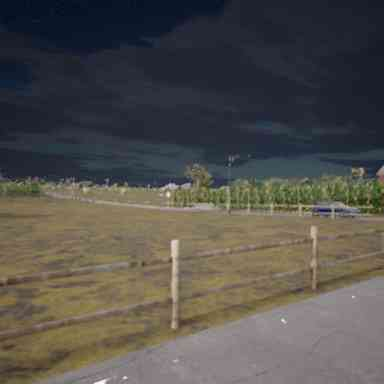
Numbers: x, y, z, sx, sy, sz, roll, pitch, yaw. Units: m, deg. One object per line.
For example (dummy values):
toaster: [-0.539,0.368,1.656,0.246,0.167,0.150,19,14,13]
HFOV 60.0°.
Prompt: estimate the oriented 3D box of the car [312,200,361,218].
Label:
car: [14.629,1.715,33.733,2.097,1.767,4.553,3,-3,-35]

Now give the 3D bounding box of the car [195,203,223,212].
car: [2.597,2.375,50.595,1.895,1.301,4.718,3,-2,-35]
